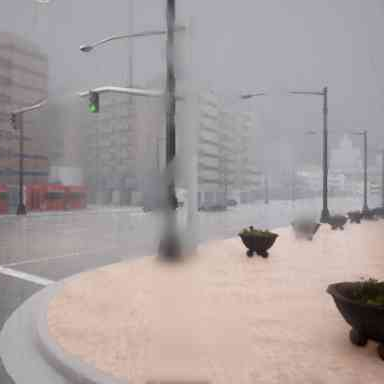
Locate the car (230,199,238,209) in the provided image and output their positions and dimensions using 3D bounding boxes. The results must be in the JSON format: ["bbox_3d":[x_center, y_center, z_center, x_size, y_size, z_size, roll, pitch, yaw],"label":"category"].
[{"bbox_3d":[5.822,1.872,53.923,1.837,1.490,4.892,0,-1,35],"label":"car"}]

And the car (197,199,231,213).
[{"bbox_3d":[2.585,1.963,43.421,2.033,1.411,5.357,0,-1,36],"label":"car"}]

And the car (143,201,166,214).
[{"bbox_3d":[-3.913,1.847,40.315,1.812,1.442,4.674,0,-1,35],"label":"car"}]
